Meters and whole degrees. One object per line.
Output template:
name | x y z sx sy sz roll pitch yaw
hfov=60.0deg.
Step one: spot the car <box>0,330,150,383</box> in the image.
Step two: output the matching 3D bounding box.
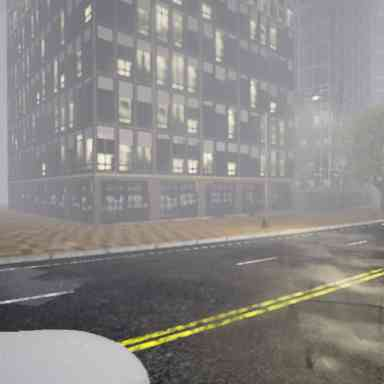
car | -2.428 1.514 1.759 4.674 1.442 1.812 1 -1 -35
